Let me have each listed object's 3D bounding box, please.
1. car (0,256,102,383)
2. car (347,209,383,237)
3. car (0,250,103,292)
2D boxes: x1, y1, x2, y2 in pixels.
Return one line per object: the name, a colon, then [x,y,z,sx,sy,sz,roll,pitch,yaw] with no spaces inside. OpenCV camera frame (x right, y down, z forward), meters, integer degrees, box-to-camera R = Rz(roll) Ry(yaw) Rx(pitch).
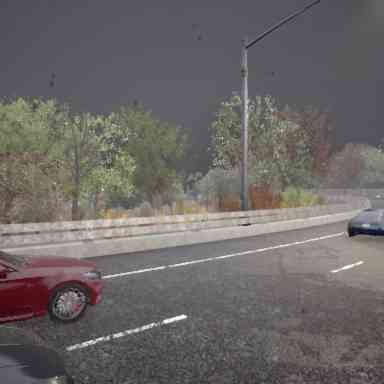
car: [-3.136,1.505,1.701,4.892,1.490,1.837,0,0,-35]
car: [9.653,1.562,17.186,1.994,1.385,4.181,0,0,44]
car: [-3.853,1.525,5.458,4.674,1.442,1.812,0,0,-35]
